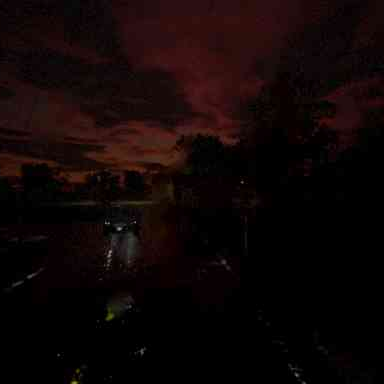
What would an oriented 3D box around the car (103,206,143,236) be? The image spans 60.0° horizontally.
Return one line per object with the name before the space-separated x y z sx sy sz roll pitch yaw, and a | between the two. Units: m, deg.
car | -3.811 1.555 18.804 2.128 1.511 4.902 0 0 -6
